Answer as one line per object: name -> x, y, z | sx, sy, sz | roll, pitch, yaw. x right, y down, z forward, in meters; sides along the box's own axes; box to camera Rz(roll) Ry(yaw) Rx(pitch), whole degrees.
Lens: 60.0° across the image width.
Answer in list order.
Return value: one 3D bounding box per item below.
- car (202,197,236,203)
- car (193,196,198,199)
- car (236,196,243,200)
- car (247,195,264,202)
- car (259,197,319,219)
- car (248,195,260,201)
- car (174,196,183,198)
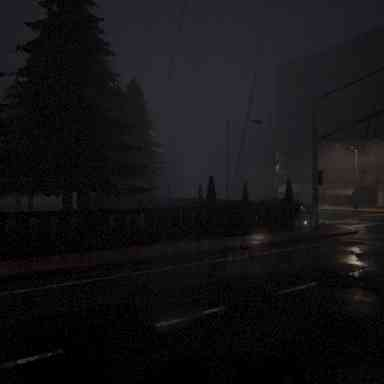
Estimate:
car -> 3.216, 1.492, 43.083 | 2.033, 1.411, 5.357 | 0, 0, -20
car -> 1.038, 1.437, 54.192 | 2.128, 1.511, 4.902 | 0, 0, -3
car -> 10.077, 1.492, 68.480 | 2.033, 1.411, 5.357 | 0, 0, 20
car -> 14.868, 1.469, 77.593 | 1.812, 1.442, 4.674 | 0, 0, 40
car -> 8.150, 1.297, 27.497 | 2.097, 1.767, 4.553 | 0, 0, -33
car -> 8.113, 1.422, 33.953 | 1.882, 1.535, 5.008 | 0, 0, -32
car -> -2.448, 1.470, 60.225 | 1.812, 1.442, 4.674 | 0, 0, 5
